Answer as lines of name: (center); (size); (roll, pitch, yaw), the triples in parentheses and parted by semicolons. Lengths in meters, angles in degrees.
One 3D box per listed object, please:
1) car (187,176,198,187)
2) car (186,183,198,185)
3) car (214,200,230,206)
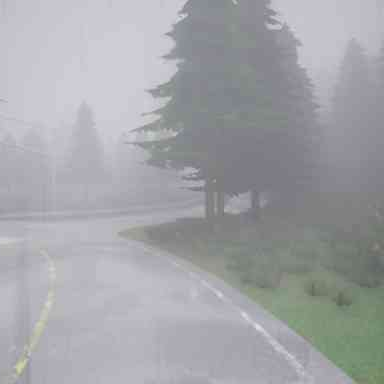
car: (0.081, -2.236, 70.226); (2.150, 2.045, 5.566); (0, 5, -1)
car: (-0.303, -1.240, 59.502); (2.097, 1.767, 4.553); (0, 5, -24)
car: (2.996, 0.616, 38.527); (2.097, 1.767, 4.553); (-1, 4, 18)
